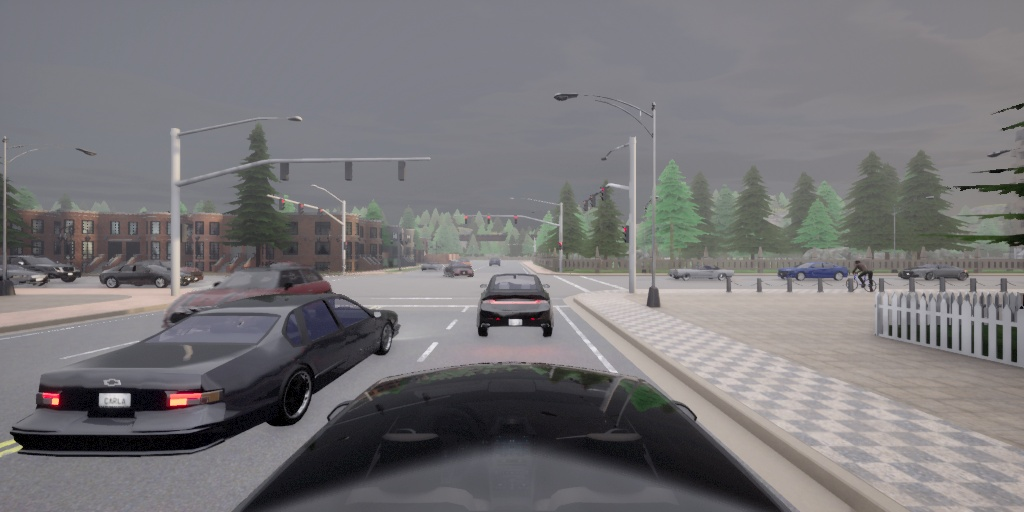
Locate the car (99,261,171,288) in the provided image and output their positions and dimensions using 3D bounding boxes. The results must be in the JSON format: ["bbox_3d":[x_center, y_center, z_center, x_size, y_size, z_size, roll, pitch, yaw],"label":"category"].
[{"bbox_3d":[-23.181,1.255,22.918,4.892,1.490,1.837,0,0,-3],"label":"car"}]

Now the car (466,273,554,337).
[{"bbox_3d":[0.084,1.242,10.296,2.128,1.511,4.902,0,0,0],"label":"car"}]

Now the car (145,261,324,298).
[{"bbox_3d":[-7.097,1.102,10.282,2.097,1.767,4.553,0,0,0],"label":"car"}]

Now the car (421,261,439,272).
[{"bbox_3d":[-10.582,1.351,47.158,1.895,1.301,4.718,0,0,0],"label":"car"}]

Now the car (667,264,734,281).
[{"bbox_3d":[15.572,1.351,29.764,4.718,1.301,1.895,0,0,0],"label":"car"}]

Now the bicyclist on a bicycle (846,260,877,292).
[{"bbox_3d":[18.255,1.052,18.777,0.582,1.620,1.656,0,0,0],"label":"bicyclist on a bicycle"}]

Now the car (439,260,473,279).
[{"bbox_3d":[-5.032,1.314,33.188,1.994,1.385,4.181,0,0,-25],"label":"car"}]

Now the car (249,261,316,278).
[{"bbox_3d":[-21.363,1.227,33.533,5.008,1.535,1.882,0,0,0],"label":"car"}]

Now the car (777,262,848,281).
[{"bbox_3d":[24.864,1.228,29.750,5.008,1.535,1.882,0,0,0],"label":"car"}]

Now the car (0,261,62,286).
[{"bbox_3d":[-32.546,1.242,22.682,4.902,1.511,2.128,0,0,-4],"label":"car"}]

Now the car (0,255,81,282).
[{"bbox_3d":[-35.162,0.971,26.009,5.566,2.045,2.150,0,0,-6],"label":"car"}]

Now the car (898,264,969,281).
[{"bbox_3d":[34.838,1.314,29.724,4.181,1.385,1.994,0,0,1],"label":"car"}]

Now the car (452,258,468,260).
[{"bbox_3d":[-7.075,1.102,51.015,2.097,1.767,4.553,0,0,0],"label":"car"}]

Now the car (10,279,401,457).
[{"bbox_3d":[-3.435,1.297,5.629,2.033,1.411,5.357,0,0,0],"label":"car"}]
